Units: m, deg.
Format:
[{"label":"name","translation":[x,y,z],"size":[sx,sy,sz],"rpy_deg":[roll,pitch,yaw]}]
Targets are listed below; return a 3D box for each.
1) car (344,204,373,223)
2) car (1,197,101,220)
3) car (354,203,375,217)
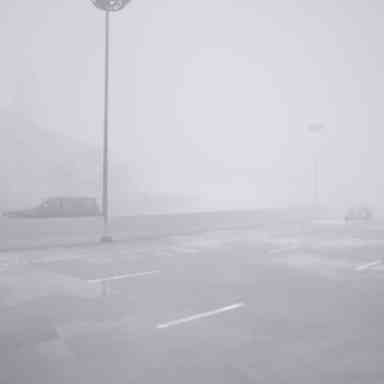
[{"label":"car","translation":[15.007,1.962,29.937],"size":[2.033,1.411,5.357],"rpy_deg":[0,-1,33]},{"label":"car","translation":[-8.263,1.301,19.953],"size":[5.566,2.045,2.150],"rpy_deg":[1,-1,-39]},{"label":"car","translation":[20.265,2.098,39.253],"size":[2.033,1.411,5.357],"rpy_deg":[0,-1,25]}]
